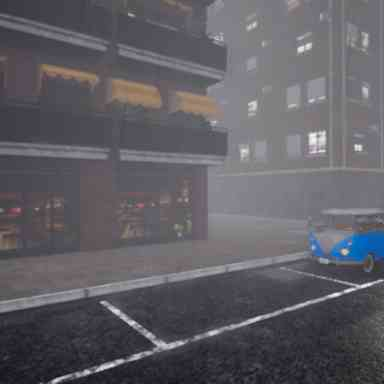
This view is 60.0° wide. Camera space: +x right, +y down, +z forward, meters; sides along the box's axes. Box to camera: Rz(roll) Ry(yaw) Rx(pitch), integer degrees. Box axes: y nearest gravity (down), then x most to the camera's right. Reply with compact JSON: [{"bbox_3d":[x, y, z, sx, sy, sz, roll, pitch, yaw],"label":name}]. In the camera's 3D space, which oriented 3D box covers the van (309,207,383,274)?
[{"bbox_3d":[5.349,1.387,10.395,3.998,1.788,1.690,0,-1,-35],"label":"van"}]
